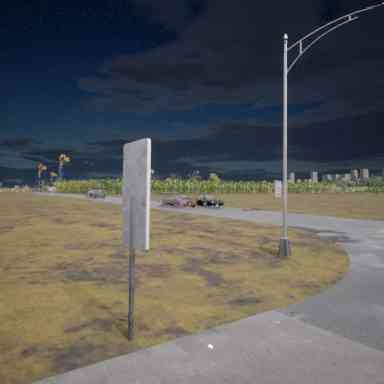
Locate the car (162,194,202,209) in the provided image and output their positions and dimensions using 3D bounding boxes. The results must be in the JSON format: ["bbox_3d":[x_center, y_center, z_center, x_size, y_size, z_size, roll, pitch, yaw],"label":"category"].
[{"bbox_3d":[-1.325,0.917,33.539,1.994,1.385,4.181,1,0,-35],"label":"car"}]

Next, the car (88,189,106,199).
[{"bbox_3d":[-15.442,0.317,53.880,1.837,1.490,4.892,2,0,-34],"label":"car"}]

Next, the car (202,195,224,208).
[{"bbox_3d":[1.317,1.018,36.072,1.895,1.301,4.718,1,0,-35],"label":"car"}]
